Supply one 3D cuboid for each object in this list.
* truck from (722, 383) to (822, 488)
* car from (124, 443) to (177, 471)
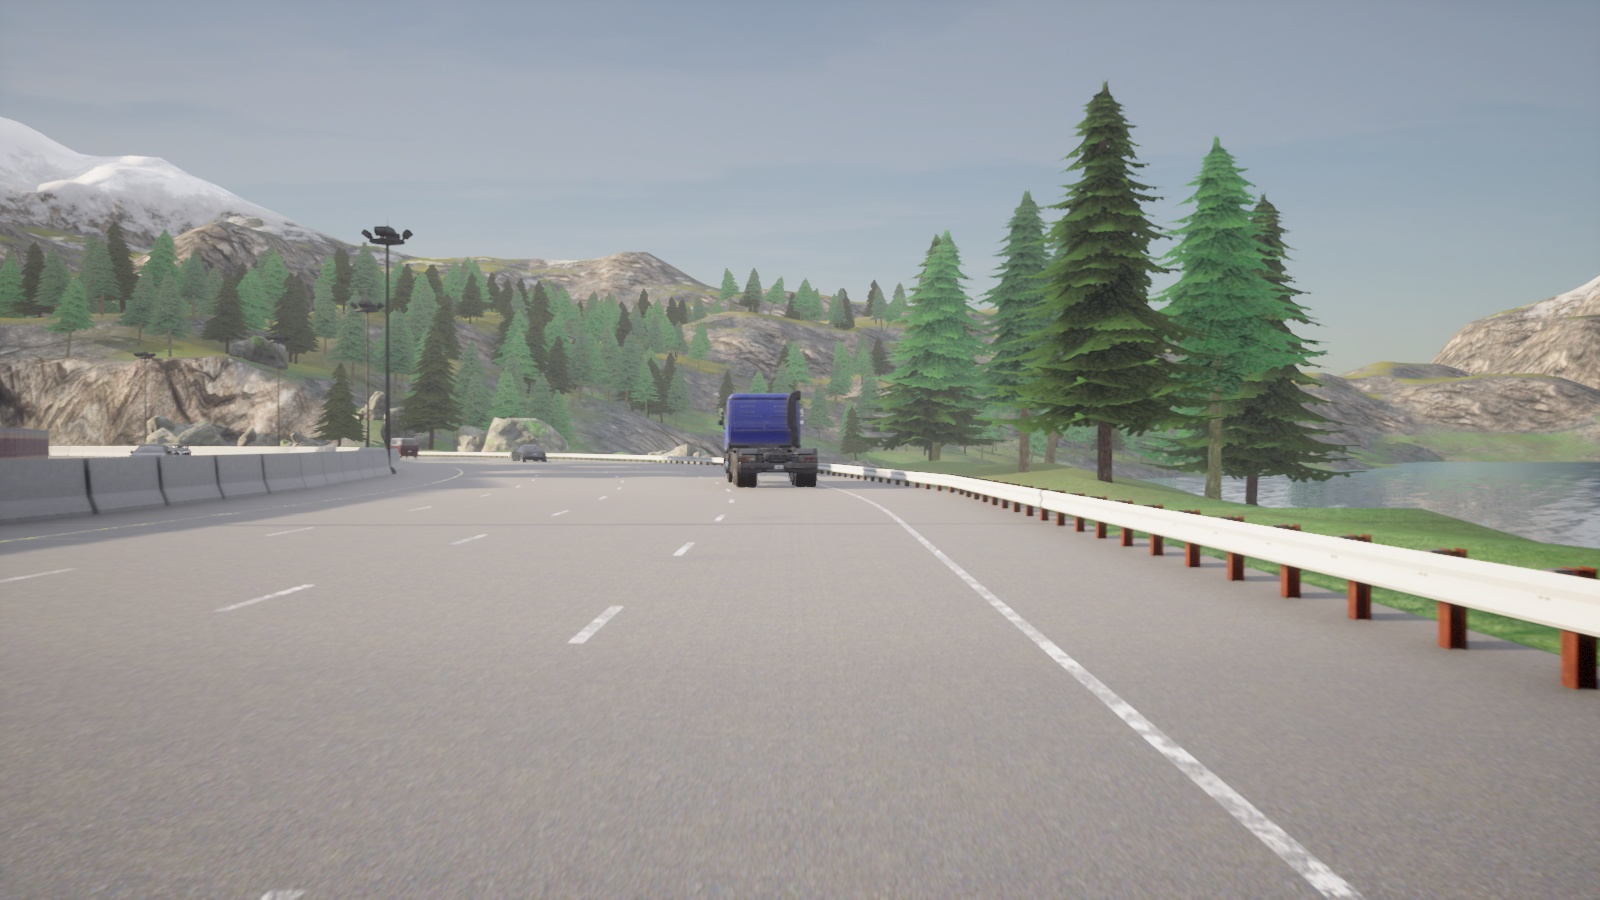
[{"bbox_3d":[-1.149,-0.492,45.331,2.891,3.462,7.936,0,0,-7],"label":"truck"},{"bbox_3d":[-34.554,0.367,66.917,1.812,1.442,4.674,0,0,-18],"label":"car"}]
